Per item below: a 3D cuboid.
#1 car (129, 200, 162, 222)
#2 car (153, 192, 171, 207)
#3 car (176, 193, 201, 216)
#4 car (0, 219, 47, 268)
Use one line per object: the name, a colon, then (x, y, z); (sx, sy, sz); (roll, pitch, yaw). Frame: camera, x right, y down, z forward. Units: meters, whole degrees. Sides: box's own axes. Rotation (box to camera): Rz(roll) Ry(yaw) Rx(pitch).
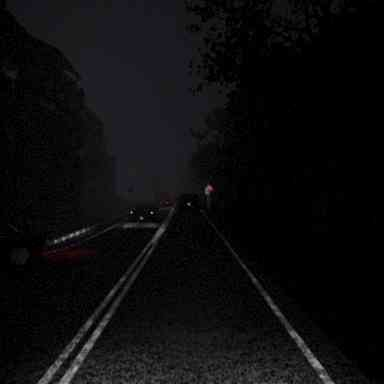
car: (-3.642, 1.558, 25.965); (1.895, 1.301, 4.718); (0, 0, -1)
car: (-4.133, 0.971, 45.865); (2.150, 2.045, 5.566); (0, 1, -1)
car: (-0.332, 1.136, 31.779); (2.150, 2.045, 5.566); (0, 0, -1)
car: (-6.745, 1.545, 9.458); (1.837, 1.490, 4.892); (-1, 0, 42)
